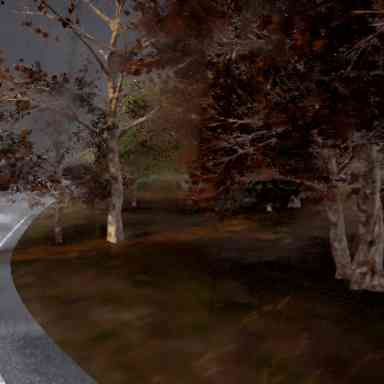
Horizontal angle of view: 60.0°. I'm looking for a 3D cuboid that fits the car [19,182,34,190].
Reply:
[{"bbox_3d":[-21.590,-0.966,43.832,1.837,1.490,4.892,0,4,-13],"label":"car"}]
